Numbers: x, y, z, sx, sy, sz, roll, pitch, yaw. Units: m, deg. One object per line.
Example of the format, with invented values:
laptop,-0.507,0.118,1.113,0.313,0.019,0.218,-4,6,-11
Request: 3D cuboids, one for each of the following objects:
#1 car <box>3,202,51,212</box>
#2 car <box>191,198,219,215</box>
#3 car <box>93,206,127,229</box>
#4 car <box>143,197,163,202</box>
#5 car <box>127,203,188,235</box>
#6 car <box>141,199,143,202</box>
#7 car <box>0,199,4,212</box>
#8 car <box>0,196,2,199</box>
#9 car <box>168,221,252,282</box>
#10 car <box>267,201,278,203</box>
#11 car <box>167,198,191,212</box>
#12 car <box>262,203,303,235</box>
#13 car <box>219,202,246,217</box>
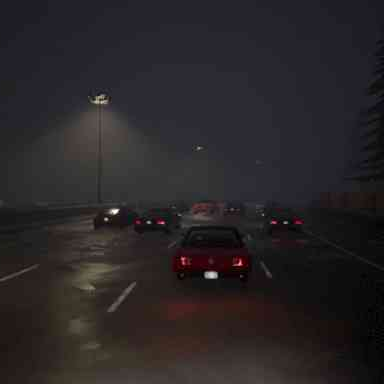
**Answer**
car,-14.406,1.724,30.300,1.895,1.301,4.718,0,0,11
car,1.757,1.516,37.079,2.097,1.767,4.553,0,0,15
car,-4.931,1.659,22.317,1.994,1.385,4.181,0,0,9
car,-7.952,1.835,71.973,1.812,1.442,4.674,0,0,24
car,-1.851,1.633,19.616,2.033,1.411,5.357,0,0,8
car,-9.875,1.852,76.083,1.812,1.442,4.674,0,0,26
car,-17.218,1.700,33.817,1.994,1.385,4.181,0,0,12
car,-23.691,1.367,37.090,2.150,2.045,5.566,0,0,13
car,0.622,1.645,9.924,1.895,1.301,4.718,0,0,4
car,9.152,1.737,37.648,1.994,1.385,4.181,0,0,15
car,-1.522,1.732,38.385,1.994,1.385,4.181,0,0,15
car,5.211,1.638,19.620,2.033,1.411,5.357,0,0,8
car,4.323,1.697,33.204,2.033,1.411,5.357,0,0,14
